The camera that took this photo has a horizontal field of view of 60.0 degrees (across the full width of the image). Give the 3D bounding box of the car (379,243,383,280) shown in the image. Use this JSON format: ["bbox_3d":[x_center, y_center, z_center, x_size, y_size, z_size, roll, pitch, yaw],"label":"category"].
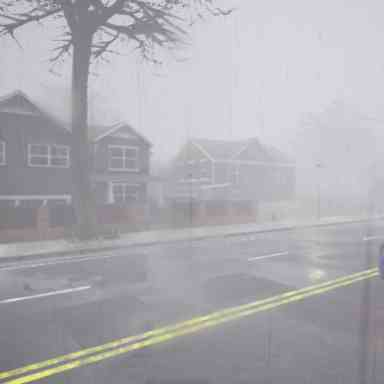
[{"bbox_3d":[6.492,1.420,8.061,5.008,1.535,1.882,-1,0,-35],"label":"car"}]
